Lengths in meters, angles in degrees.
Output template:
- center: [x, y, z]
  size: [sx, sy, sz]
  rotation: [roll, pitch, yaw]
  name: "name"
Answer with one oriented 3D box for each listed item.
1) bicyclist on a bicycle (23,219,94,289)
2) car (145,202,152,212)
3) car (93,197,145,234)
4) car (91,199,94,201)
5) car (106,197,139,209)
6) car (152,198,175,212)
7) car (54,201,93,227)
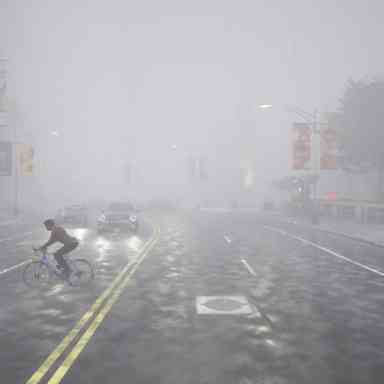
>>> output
- center: [-3.119, 1.455, 7.718]
  size: [1.656, 1.620, 0.582]
  rotation: [-2, 0, -1]
  name: "bicyclist on a bicycle"
- center: [-6.616, 1.526, 37.191]
  size: [1.812, 1.442, 4.674]
  rotation: [0, 0, -32]
  name: "car"
- center: [-4.038, 1.351, 19.116]
  size: [2.097, 1.767, 4.553]
  rotation: [0, 0, -6]
  name: "car"
- center: [-12.773, 1.601, 44.732]
  size: [4.718, 1.301, 1.895]
  rotation: [0, 0, 44]
  name: "car"
- center: [-9.807, 1.491, 46.661]
  size: [2.128, 1.511, 4.902]
  rotation: [0, 0, -45]
  name: "car"
- center: [-3.717, 1.505, 38.958]
  size: [1.837, 1.490, 4.892]
  rotation: [0, 0, -31]
  name: "car"
- center: [-7.909, 1.564, 22.438]
  size: [1.994, 1.385, 4.181]
  rotation: [0, 0, -11]
  name: "car"
